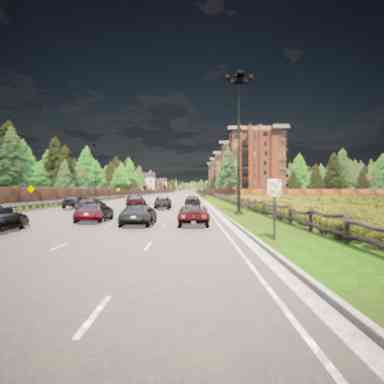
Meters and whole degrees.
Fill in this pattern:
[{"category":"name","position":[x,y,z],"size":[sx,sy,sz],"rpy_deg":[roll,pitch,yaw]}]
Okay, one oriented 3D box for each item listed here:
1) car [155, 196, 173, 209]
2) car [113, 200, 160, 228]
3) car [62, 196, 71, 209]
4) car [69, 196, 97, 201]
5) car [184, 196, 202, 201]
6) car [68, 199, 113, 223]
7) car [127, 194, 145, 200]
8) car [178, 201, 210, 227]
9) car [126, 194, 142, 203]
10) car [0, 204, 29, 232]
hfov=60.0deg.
[{"category":"car","position":[-3.408,1.234,39.611],"size":[2.128,1.511,4.902],"rpy_deg":[0,0,0]},{"category":"car","position":[-3.404,1.425,21.300],"size":[1.994,1.385,4.181],"rpy_deg":[0,0,0]},{"category":"car","position":[-13.910,1.246,39.711],"size":[1.837,1.490,4.892],"rpy_deg":[0,0,0]},{"category":"car","position":[-10.407,1.325,34.160],"size":[2.033,1.411,5.357],"rpy_deg":[0,0,0]},{"category":"car","position":[0.091,1.247,39.684],"size":[1.837,1.490,4.892],"rpy_deg":[0,0,0]},{"category":"car","position":[-6.905,1.409,23.702],"size":[1.994,1.385,4.181],"rpy_deg":[0,0,0]},{"category":"car","position":[-6.907,1.209,41.229],"size":[1.882,1.535,5.008],"rpy_deg":[0,0,0]},{"category":"car","position":[0.095,1.461,21.461],"size":[1.895,1.301,4.718],"rpy_deg":[0,0,0]},{"category":"car","position":[-10.466,1.085,60.360],"size":[1.882,1.535,5.008],"rpy_deg":[0,1,0]},{"category":"car","position":[-10.404,1.449,17.515],"size":[1.994,1.385,4.181],"rpy_deg":[0,0,0]}]
